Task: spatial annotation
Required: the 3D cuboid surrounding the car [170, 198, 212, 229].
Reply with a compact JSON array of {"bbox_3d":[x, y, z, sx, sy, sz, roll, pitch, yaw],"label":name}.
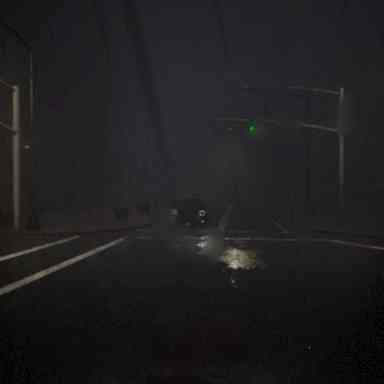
[{"bbox_3d":[0.045,1.173,20.454,2.097,1.767,4.553,0,0,8],"label":"car"}]
